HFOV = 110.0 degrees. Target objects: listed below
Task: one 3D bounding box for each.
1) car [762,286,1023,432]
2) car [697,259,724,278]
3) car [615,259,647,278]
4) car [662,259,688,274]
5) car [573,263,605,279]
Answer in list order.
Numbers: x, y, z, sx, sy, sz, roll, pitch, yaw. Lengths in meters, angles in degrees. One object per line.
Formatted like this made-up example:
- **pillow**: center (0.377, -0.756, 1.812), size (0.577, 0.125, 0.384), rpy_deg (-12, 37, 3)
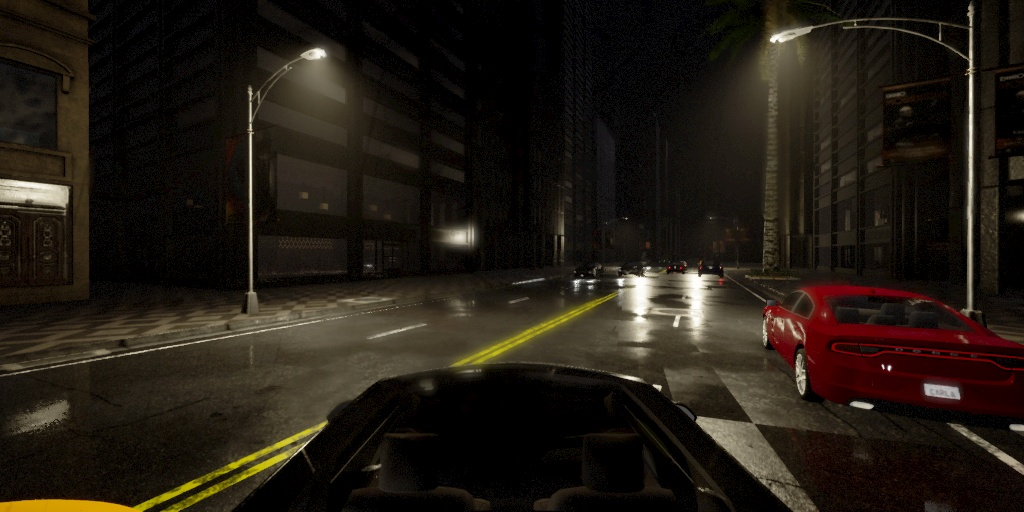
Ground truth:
- **car**: center (5.514, 1.228, 5.852), size (1.882, 1.535, 5.008), rpy_deg (0, 0, 27)
- **car**: center (19.295, 1.118, 34.925), size (2.097, 1.767, 4.553), rpy_deg (0, 0, 27)
- **car**: center (11.472, 1.289, 34.330), size (1.812, 1.442, 4.674), rpy_deg (0, 0, 27)
- **car**: center (18.656, 1.317, 40.748), size (2.033, 1.411, 5.357), rpy_deg (0, 0, 27)
- **car**: center (7.246, 1.309, 33.221), size (2.033, 1.411, 5.357), rpy_deg (0, 0, 27)
